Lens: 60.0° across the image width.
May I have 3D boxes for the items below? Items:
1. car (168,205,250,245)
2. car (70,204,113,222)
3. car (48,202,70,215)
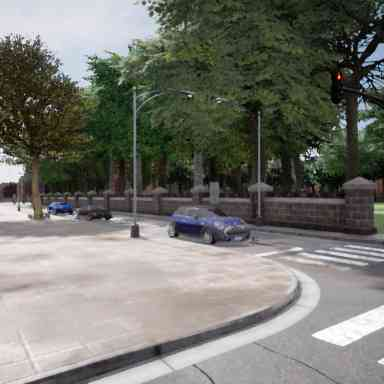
[{"bbox_3d":[0.731,1.469,16.407,2.097,1.767,4.553,0,0,-36],"label":"car"},{"bbox_3d":[-8.964,1.831,29.976,2.033,1.411,5.357,0,-1,-35],"label":"car"},{"bbox_3d":[-15.627,1.896,39.360,1.882,1.535,5.008,0,-1,-35],"label":"car"}]
